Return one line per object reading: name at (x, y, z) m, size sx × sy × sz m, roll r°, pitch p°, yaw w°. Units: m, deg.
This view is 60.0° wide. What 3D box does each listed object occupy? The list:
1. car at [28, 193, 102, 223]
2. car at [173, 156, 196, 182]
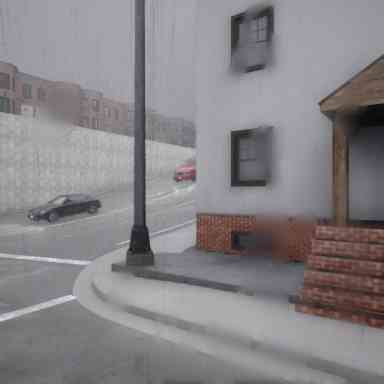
car at (-7.850, 0.874, 20.867) m, size 1.812 × 1.442 × 4.674 m, roll 0°, pitch 7°, yaw 35°
car at (0.350, -2.338, 32.595) m, size 2.150 × 2.045 × 5.566 m, roll 0°, pitch 14°, yaw 35°
